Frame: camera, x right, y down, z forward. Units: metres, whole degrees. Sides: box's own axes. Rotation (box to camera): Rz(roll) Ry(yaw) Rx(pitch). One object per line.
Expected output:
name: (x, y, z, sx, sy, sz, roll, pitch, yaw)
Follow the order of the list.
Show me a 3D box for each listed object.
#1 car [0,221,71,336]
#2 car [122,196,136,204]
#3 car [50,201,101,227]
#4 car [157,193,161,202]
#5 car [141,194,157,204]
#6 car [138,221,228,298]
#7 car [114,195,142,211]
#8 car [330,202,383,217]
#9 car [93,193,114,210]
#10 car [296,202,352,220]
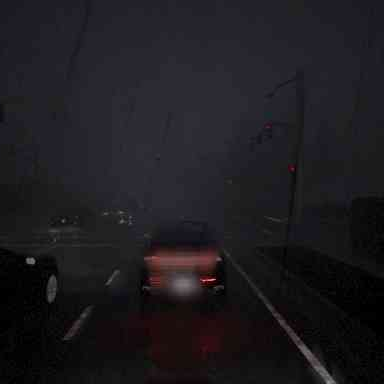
car: (-3.612, 1.478, 4.875, 1.882, 1.535, 5.008, 0, 0, -2)
car: (-11.704, 1.506, 62.214, 1.837, 1.490, 4.892, 0, 0, -1)
car: (-7.836, 1.564, 22.247, 1.994, 1.385, 4.181, 0, 0, 0)
car: (-8.398, 1.541, 76.832, 1.994, 1.385, 4.181, 0, 0, -1)
car: (-8.194, 1.601, 61.678, 1.895, 1.301, 4.718, 0, 0, -1)
car: (-0.245, 1.492, 8.539, 2.128, 1.511, 4.902, 0, 0, -2)
car: (-7.823, 1.491, 41.118, 2.128, 1.511, 4.902, 0, 0, -2)
car: (15.468, 1.601, 30.696, 4.718, 1.301, 1.895, 0, 0, 0)
car: (-11.433, 1.214, 43.433, 2.150, 2.045, 5.566, 0, 1, -2)
car: (11.396, 1.547, 27.232, 5.357, 1.411, 2.033, 0, 0, 0)
